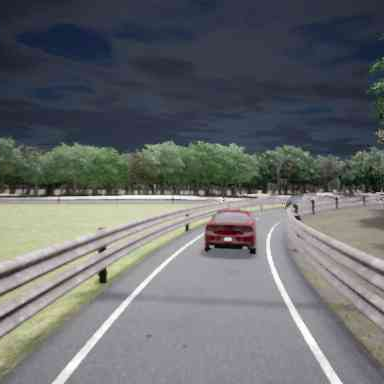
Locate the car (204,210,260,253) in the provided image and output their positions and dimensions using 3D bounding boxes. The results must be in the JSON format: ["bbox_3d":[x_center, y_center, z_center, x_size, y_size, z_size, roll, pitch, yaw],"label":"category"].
[{"bbox_3d":[1.751,1.471,13.908,1.882,1.535,5.008,0,0,12],"label":"car"}]

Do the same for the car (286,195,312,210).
[{"bbox_3d":[12.613,1.183,38.751,2.097,1.767,4.553,1,1,34],"label":"car"}]
